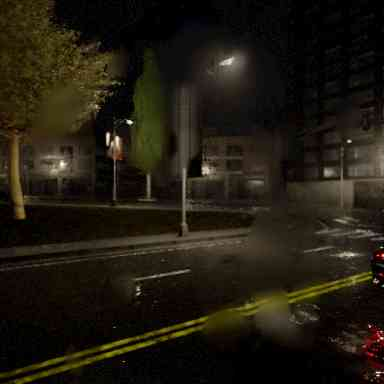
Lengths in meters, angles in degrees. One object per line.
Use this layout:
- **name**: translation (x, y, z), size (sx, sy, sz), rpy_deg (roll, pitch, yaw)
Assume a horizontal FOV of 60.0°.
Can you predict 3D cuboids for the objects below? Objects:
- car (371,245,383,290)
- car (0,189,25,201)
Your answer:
- **car**: translation (6.069, 1.506, 7.765), size (4.892, 1.490, 1.837), rpy_deg (0, 0, -35)
- **car**: translation (-21.801, 0.306, 37.744), size (5.357, 1.411, 2.033), rpy_deg (1, 0, 11)
